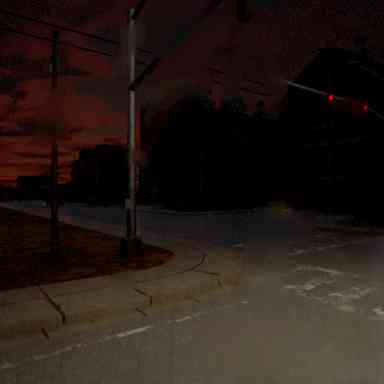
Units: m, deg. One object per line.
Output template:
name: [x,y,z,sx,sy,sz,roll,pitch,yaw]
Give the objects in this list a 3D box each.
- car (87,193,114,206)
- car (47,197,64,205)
car: [-13.817,1.118,50.584,3.866,1.878,1.905,-2,5,11]
car: [-23.348,1.537,56.654,1.994,1.385,4.181,0,0,-36]
